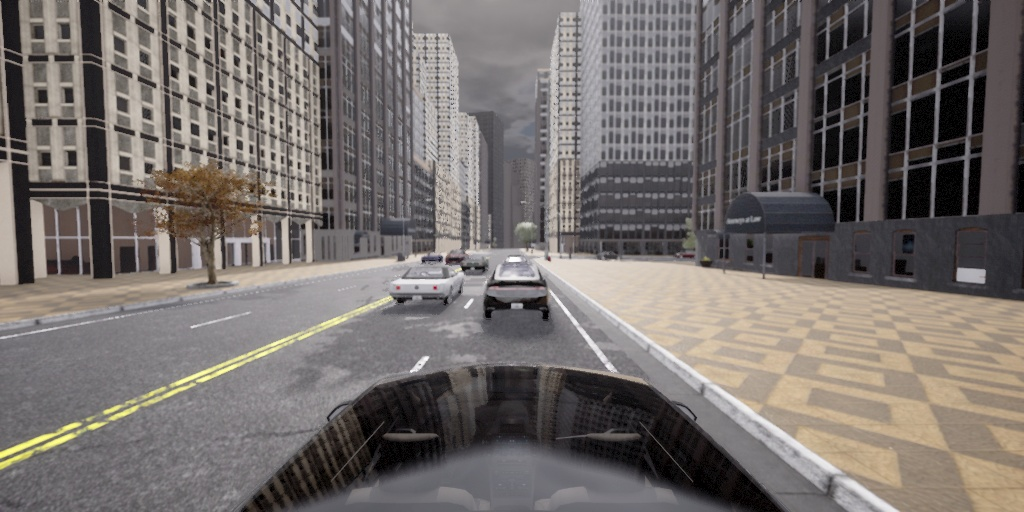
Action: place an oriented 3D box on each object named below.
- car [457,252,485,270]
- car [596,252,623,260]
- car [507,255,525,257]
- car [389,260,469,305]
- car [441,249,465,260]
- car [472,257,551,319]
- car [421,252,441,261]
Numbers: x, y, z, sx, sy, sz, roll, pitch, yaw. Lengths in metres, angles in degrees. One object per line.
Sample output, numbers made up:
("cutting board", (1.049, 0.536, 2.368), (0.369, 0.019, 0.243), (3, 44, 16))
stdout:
("car", (-2.922, 0.596, 29.150), (1.895, 1.301, 4.718), (0, 2, 1))
("car", (16.441, -0.024, 60.485), (4.403, 1.370, 2.007), (0, 0, 0))
("car", (0.285, 0.634, 25.899), (2.033, 1.411, 5.357), (0, 2, 1))
("car", (-3.061, 1.013, 13.936), (1.895, 1.301, 4.718), (0, 2, 1))
("car", (-6.237, 0.026, 40.761), (2.097, 1.767, 4.553), (0, 2, 1))
("car", (0.157, 0.975, 11.445), (2.128, 1.511, 4.902), (0, 2, 1))
("car", (-9.464, 0.217, 42.841), (1.895, 1.301, 4.718), (0, 2, 1))
